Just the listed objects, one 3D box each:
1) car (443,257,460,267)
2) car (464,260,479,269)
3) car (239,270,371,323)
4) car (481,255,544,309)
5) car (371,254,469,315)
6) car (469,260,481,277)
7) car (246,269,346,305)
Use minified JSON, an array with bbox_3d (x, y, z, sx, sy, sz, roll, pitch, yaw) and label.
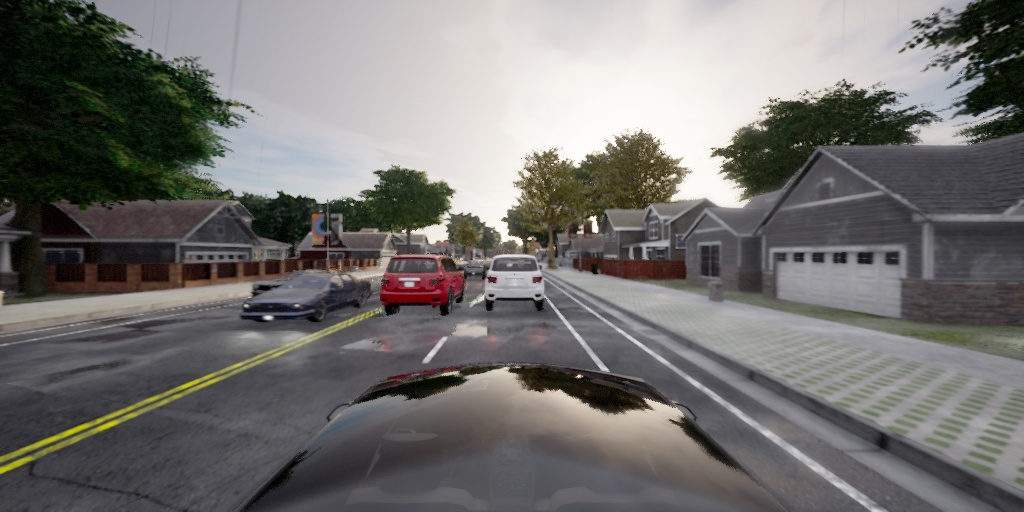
[{"bbox_3d":[-9.776,0.935,58.497,1.882,1.535,5.008,0,0,0],"label":"car"},{"bbox_3d":[-6.527,1.309,58.343,1.994,1.385,4.181,0,0,0],"label":"car"},{"bbox_3d":[-6.608,1.291,12.381,2.033,1.411,5.357,0,0,0],"label":"car"},{"bbox_3d":[0.093,0.963,14.936,2.150,2.045,5.566,0,0,0],"label":"car"},{"bbox_3d":[-3.156,0.963,13.699,2.150,2.045,5.566,0,0,0],"label":"car"},{"bbox_3d":[-3.164,1.226,32.059,2.128,1.511,4.902,0,0,0],"label":"car"},{"bbox_3d":[-9.857,1.341,16.922,1.895,1.301,4.718,0,0,0],"label":"car"}]
